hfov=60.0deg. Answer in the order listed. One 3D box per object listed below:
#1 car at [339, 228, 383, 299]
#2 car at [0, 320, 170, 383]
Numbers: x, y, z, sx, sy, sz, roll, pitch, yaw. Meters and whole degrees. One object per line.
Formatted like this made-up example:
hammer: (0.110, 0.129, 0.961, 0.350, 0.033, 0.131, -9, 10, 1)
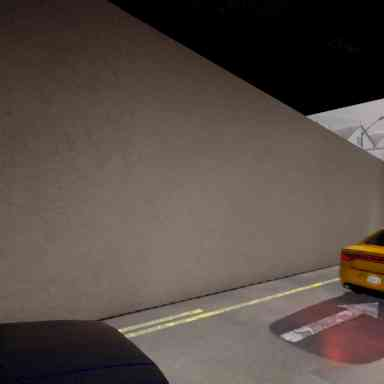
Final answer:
car: (5.400, 1.478, 7.610, 5.008, 1.535, 1.882, 0, 0, -35)
car: (-2.697, 1.547, 1.861, 5.357, 1.411, 2.033, 0, 0, -35)
